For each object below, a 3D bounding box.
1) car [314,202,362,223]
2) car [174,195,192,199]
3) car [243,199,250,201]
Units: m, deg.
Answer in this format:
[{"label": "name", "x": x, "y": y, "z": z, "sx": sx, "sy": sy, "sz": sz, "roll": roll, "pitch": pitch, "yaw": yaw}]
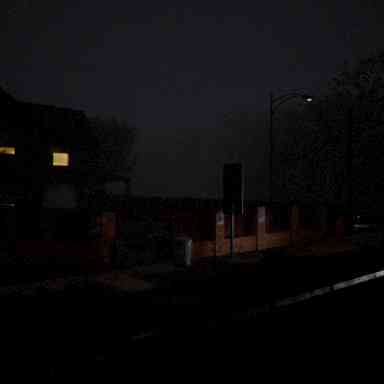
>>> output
[{"label": "car", "x": 10.335, "y": 1.472, "z": 25.245, "sx": 1.812, "sy": 1.442, "sz": 4.674, "roll": 0, "pitch": 0, "yaw": -36}, {"label": "car", "x": -0.786, "y": 1.223, "z": 40.709, "sx": 2.097, "sy": 1.767, "sz": 4.553, "roll": 0, "pitch": 0, "yaw": -36}, {"label": "car", "x": 4.997, "y": 1.437, "z": 32.671, "sx": 1.812, "sy": 1.442, "sz": 4.674, "roll": 0, "pitch": 0, "yaw": -36}]
